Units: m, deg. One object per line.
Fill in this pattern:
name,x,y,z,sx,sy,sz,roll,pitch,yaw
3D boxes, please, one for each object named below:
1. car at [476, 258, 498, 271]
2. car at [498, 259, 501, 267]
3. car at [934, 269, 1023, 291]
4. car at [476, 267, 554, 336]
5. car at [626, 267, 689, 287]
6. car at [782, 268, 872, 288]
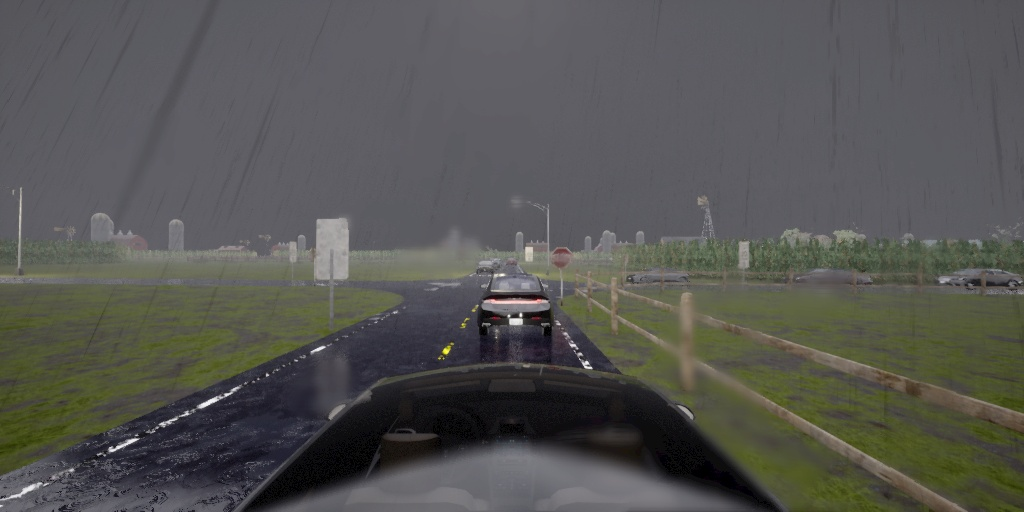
car,-2.950,1.215,40.901,1.882,1.535,5.008,0,0,0
car,-2.970,1.293,50.060,1.994,1.385,4.181,0,0,0
car,33.899,1.676,26.164,4.902,1.511,2.128,1,-1,0
car,0.081,1.243,10.370,2.128,1.511,4.902,0,0,0
car,10.535,1.468,26.051,4.181,1.385,1.994,1,-1,-1
car,22.933,1.599,26.180,5.357,1.411,2.033,1,-1,0
